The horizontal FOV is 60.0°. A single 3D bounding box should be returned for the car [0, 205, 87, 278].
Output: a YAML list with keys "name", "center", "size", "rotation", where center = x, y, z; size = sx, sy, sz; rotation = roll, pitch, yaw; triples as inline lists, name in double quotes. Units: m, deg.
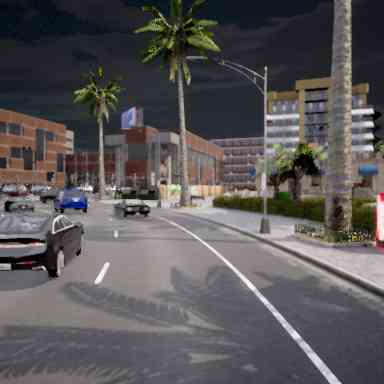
- name: "car"
  center: [-4.349, 1.346, 9.489]
  size: [2.128, 1.511, 4.902]
  rotation: [0, 1, -8]

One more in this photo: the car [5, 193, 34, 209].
- name: "car"
  center: [-15.552, 1.111, 30.000]
  size: [1.994, 1.385, 4.181]
  rotation: [-1, 1, -36]

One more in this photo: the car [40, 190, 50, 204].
- name: "car"
  center: [-17.574, 0.556, 43.359]
  size: [5.566, 2.045, 2.150]
  rotation: [0, 1, 38]

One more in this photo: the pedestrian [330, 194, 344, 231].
- name: "pedestrian"
  center: [5.175, 0.956, 11.777]
  size: [0.375, 1.860, 0.375]
  rotation: [0, 1, -9]

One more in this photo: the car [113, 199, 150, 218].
- name: "car"
  center: [-4.770, 1.209, 25.579]
  size: [1.895, 1.301, 4.718]
  rotation: [0, 1, -24]

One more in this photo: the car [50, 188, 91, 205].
- name: "car"
  center: [-10.892, 0.770, 29.685]
  size: [2.150, 2.045, 5.566]
  rotation: [0, 1, -30]

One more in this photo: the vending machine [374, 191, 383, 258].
- name: "vending machine"
  center: [6.624, 1.026, 10.653]
  size: [1.100, 2.100, 0.880]
  rotation: [0, 1, -8]
